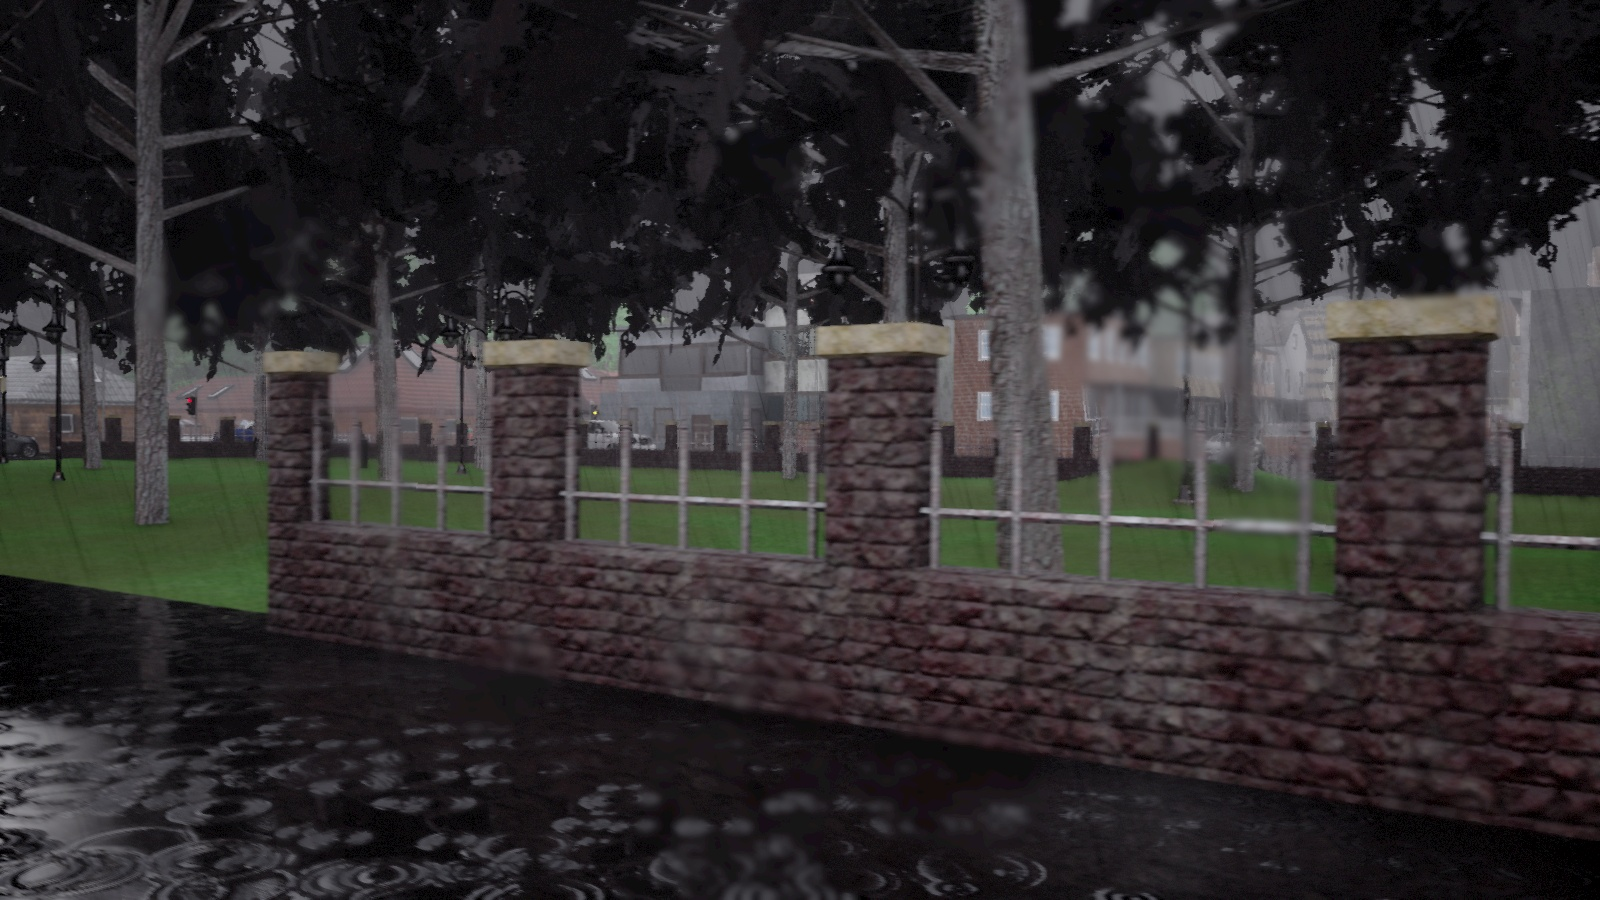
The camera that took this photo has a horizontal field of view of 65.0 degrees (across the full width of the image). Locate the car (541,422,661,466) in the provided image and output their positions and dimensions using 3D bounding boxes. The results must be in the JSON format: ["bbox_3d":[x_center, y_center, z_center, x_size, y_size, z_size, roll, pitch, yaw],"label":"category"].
[{"bbox_3d":[-9.561,-0.283,60.130,5.566,2.045,2.150,0,1,32],"label":"car"}]

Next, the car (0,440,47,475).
[{"bbox_3d":[-35.238,0.318,54.761,1.845,1.501,3.633,0,1,32],"label":"car"}]

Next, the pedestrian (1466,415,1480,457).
[{"bbox_3d":[31.242,-0.637,58.292,0.396,1.930,0.692,0,1,44],"label":"pedestrian"}]

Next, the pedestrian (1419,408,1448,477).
[{"bbox_3d":[17.908,-0.205,35.491,0.692,1.930,0.395,0,1,35],"label":"pedestrian"}]

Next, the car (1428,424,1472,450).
[{"bbox_3d":[43.587,-0.881,84.182,2.033,1.649,4.856,0,1,34],"label":"car"}]

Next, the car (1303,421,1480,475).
[{"bbox_3d":[19.344,-0.076,41.225,2.033,1.649,4.856,-2,1,-40],"label":"car"}]

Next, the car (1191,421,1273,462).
[{"bbox_3d":[18.570,-0.393,53.842,2.152,1.651,5.027,0,1,33],"label":"car"}]

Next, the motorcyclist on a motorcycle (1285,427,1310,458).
[{"bbox_3d":[25.431,-0.392,64.170,0.797,1.523,2.044,0,1,34],"label":"motorcyclist on a motorcycle"}]

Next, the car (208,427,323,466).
[{"bbox_3d":[-29.641,-0.232,69.720,5.566,2.045,2.150,-1,1,-33],"label":"car"}]
